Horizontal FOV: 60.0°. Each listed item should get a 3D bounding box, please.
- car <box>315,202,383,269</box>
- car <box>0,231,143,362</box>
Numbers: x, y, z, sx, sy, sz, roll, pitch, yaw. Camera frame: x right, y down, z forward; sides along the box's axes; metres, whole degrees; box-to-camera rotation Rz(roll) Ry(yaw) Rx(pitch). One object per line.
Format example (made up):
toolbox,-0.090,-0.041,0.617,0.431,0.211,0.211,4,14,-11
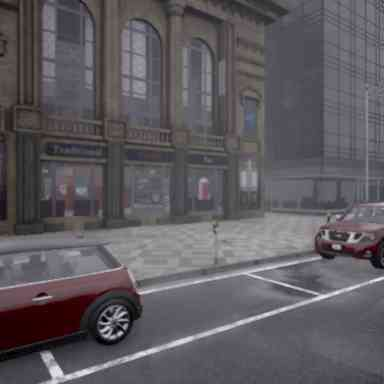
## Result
car,6.315,1.302,11.277,5.009,1.841,2.192,0,0,-36
car,-2.864,1.440,4.722,4.097,1.590,1.967,0,0,-36
